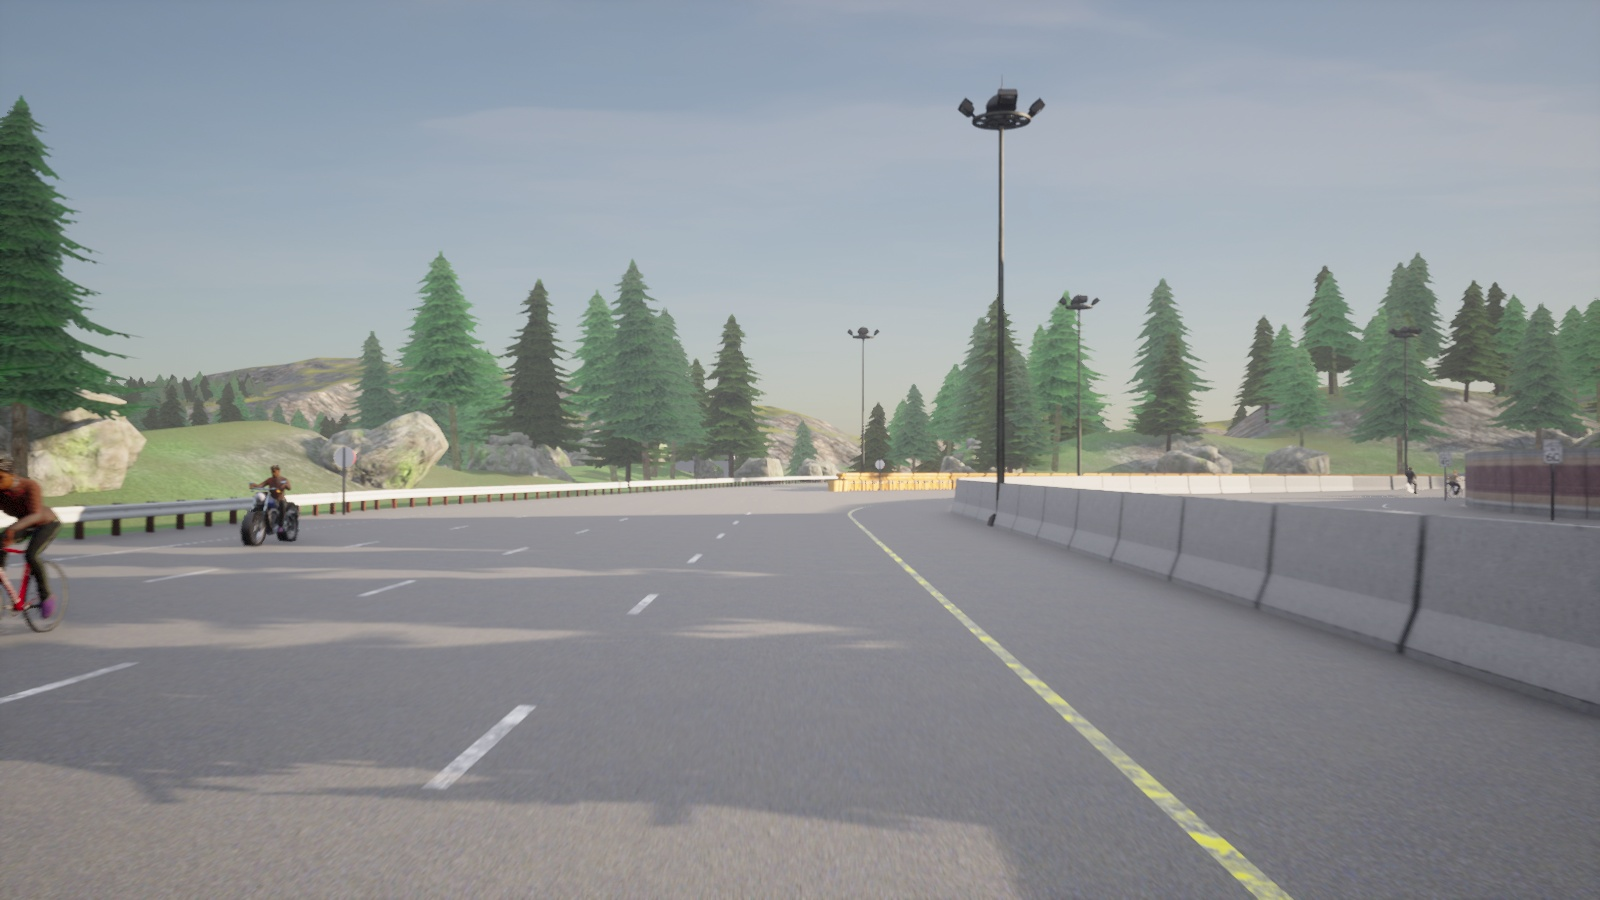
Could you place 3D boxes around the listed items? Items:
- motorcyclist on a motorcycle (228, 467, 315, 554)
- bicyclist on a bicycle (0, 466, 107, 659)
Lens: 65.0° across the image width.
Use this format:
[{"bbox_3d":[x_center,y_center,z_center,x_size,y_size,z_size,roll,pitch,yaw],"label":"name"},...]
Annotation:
[{"bbox_3d":[-10.561,1.175,25.208,0.766,1.649,2.350,0,-1,0],"label":"motorcyclist on a motorcycle"},{"bbox_3d":[-7.027,0.960,11.370,0.582,1.620,1.656,0,-1,0],"label":"bicyclist on a bicycle"}]
